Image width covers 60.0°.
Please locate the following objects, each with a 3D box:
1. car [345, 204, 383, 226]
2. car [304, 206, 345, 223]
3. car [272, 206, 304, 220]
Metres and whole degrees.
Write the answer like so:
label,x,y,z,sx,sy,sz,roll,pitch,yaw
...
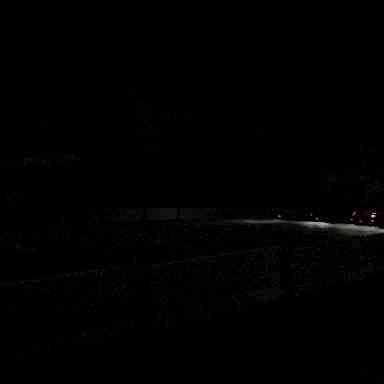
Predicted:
label,x,y,z,sx,sy,sz,roll,pitch,yaw
car,15.253,1.811,27.762,4.553,1.767,2.097,2,-1,-35
car,13.059,2.002,30.499,5.357,1.411,2.033,2,-1,-35
car,10.066,2.030,32.664,4.718,1.301,1.895,1,-1,-35
